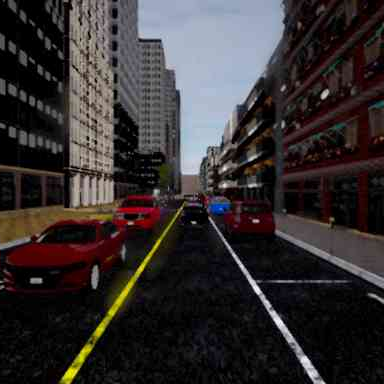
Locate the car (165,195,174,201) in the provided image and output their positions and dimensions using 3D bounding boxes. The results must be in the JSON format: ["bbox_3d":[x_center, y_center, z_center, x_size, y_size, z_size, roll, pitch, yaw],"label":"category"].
[{"bbox_3d":[-5.671,1.502,83.050,1.967,1.590,4.097,0,0,0],"label":"car"}]

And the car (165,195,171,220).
[{"bbox_3d":[-2.993,1.370,24.868,2.097,1.767,4.553,0,0,0],"label":"car"}]

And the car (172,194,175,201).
[{"bbox_3d":[-5.672,1.637,77.499,1.802,1.307,4.206,0,0,0],"label":"car"}]

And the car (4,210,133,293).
[{"bbox_3d":[-3.079,1.481,9.077,1.882,1.535,5.008,0,0,0],"label":"car"}]

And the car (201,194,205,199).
[{"bbox_3d":[2.700,1.340,44.192,2.192,1.841,5.009,0,0,0],"label":"car"}]

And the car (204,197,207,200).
[{"bbox_3d":[2.699,1.571,38.641,2.008,1.369,4.403,0,0,0],"label":"car"}]

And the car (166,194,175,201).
[{"bbox_3d":[-5.669,1.383,88.601,2.192,1.841,5.009,0,0,0],"label":"car"}]

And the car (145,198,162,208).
[{"bbox_3d":[-5.679,1.579,49.744,2.008,1.369,4.403,0,0,0],"label":"car"}]

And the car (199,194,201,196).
[{"bbox_3d":[2.713,1.391,94.150,2.192,1.841,5.009,0,0,0],"label":"car"}]

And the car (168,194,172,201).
[{"bbox_3d":[-5.675,1.595,66.396,2.008,1.369,4.403,0,0,0],"label":"car"}]

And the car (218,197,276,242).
[{"bbox_3d":[2.693,1.322,16.438,2.192,1.841,5.009,0,0,0],"label":"car"}]

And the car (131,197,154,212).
[{"bbox_3d":[-5.682,1.459,38.642,1.967,1.590,4.097,0,0,0],"label":"car"}]

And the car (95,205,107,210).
[{"bbox_3d":[-5.686,1.534,21.819,1.752,1.417,4.829,0,0,0],"label":"car"}]

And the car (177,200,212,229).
[{"bbox_3d":[0.107,1.516,21.783,1.837,1.490,4.892,0,0,0],"label":"car"}]

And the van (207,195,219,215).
[{"bbox_3d":[2.697,1.358,33.090,1.690,1.788,3.998,0,0,0],"label":"van"}]

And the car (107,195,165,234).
[{"bbox_3d":[-3.066,1.231,19.553,2.150,2.045,5.566,0,0,0],"label":"car"}]

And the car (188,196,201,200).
[{"bbox_3d":[0.107,1.590,46.370,1.994,1.385,4.181,0,0,0],"label":"car"}]
